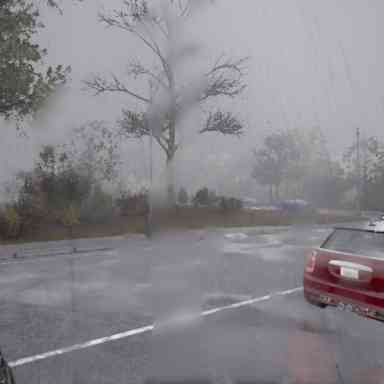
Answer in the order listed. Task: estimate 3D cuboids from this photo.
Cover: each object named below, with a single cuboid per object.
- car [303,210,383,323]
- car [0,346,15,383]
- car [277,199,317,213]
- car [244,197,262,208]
[{"bbox_3d":[4.364,1.363,6.726,4.553,1.767,2.097,0,0,-34],"label":"car"},{"bbox_3d":[-3.692,1.218,1.079,5.566,2.045,2.150,0,0,-35],"label":"car"},{"bbox_3d":[11.945,1.530,38.159,1.882,1.535,5.008,0,0,-28],"label":"car"},{"bbox_3d":[8.899,1.623,51.597,1.837,1.490,4.892,0,0,-26],"label":"car"}]
